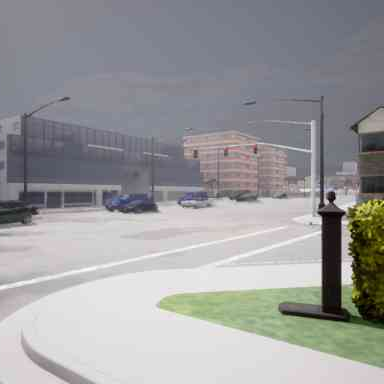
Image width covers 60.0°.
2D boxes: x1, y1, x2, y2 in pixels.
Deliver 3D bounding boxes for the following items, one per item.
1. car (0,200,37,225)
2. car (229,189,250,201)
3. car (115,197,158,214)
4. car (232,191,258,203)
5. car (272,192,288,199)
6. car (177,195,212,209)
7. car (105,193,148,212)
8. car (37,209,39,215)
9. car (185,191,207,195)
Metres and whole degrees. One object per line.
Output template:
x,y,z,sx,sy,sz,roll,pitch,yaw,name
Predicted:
-12.688,1.348,21.435,2.097,1.767,4.553,0,0,18,car
8.706,0.523,59.887,2.150,2.045,5.566,0,1,35,car
-5.333,1.493,33.808,1.994,1.385,4.181,0,0,35,car
8.894,1.017,54.086,1.895,1.301,4.718,0,2,35,car
17.539,0.675,66.281,2.128,1.511,4.902,0,1,35,car
0.589,1.391,42.250,1.895,1.301,4.718,0,1,35,car
-7.119,1.142,37.357,2.150,2.045,5.566,0,0,35,car
-14.946,1.537,26.220,2.033,1.411,5.357,0,0,34,car
0.195,0.917,47.784,2.150,2.045,5.566,0,1,35,car
